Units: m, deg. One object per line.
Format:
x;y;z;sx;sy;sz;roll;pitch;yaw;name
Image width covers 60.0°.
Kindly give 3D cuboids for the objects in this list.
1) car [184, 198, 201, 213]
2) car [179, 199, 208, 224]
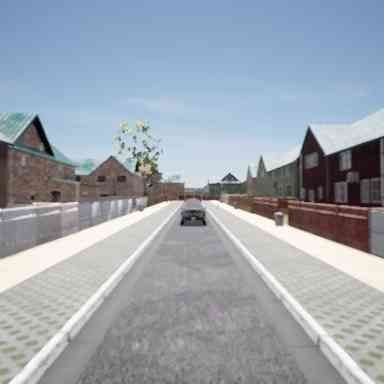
0.098;1.532;40.016;1.882;1.535;5.008;0;0;0;car
0.097;1.543;24.999;1.837;1.490;4.892;0;0;0;car
